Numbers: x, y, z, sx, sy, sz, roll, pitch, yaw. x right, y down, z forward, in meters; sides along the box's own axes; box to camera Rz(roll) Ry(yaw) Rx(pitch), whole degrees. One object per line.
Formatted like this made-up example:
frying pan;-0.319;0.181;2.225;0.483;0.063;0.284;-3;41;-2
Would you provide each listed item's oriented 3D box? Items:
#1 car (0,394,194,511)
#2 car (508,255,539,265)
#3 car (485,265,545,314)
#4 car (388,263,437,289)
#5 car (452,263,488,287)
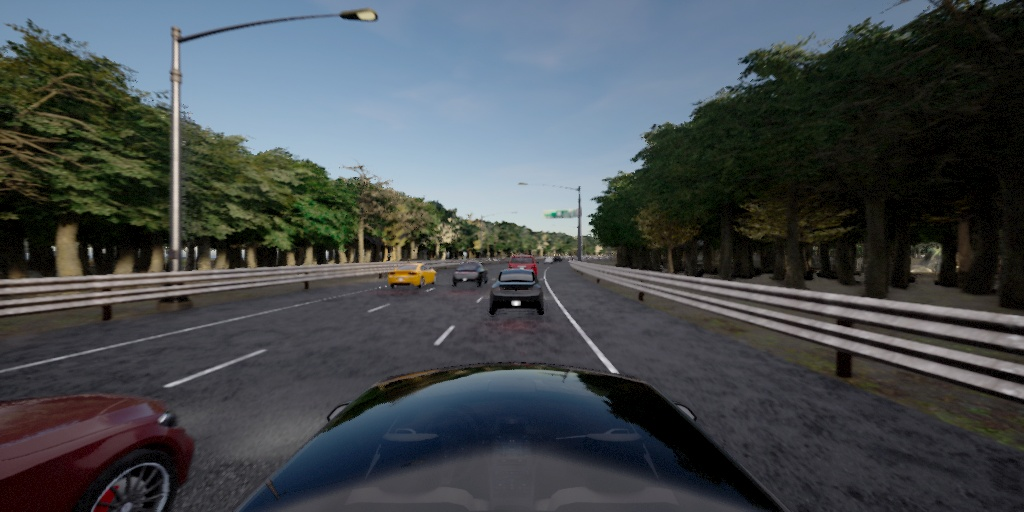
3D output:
car;-3.386;1.268;0.796;1.812;1.442;4.674;0;0;0
car;0.851;0.951;27.297;2.150;2.045;5.566;0;0;4
car;0.210;1.249;13.846;1.837;1.490;4.892;0;0;2
car;-6.295;1.196;23.198;1.882;1.535;5.008;0;0;3
car;-2.731;1.218;24.310;2.128;1.511;4.902;0;0;3
